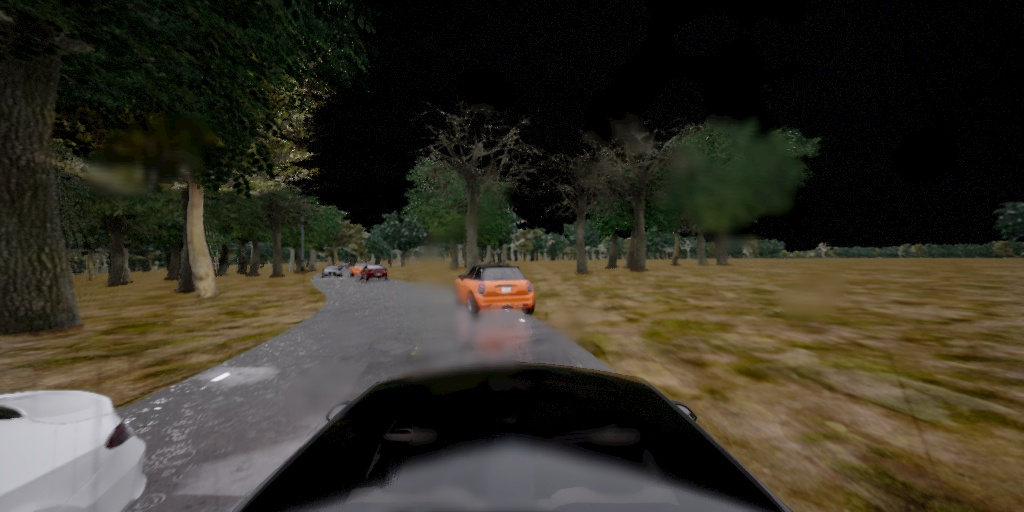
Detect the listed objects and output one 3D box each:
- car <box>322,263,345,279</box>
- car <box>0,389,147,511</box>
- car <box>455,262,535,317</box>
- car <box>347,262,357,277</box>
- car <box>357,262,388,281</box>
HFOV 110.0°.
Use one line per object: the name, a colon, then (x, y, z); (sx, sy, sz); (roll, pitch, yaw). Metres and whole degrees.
car: (-20.119, 1.751, 40.062); (1.994, 1.385, 4.181); (-1, -1, -28)
car: (-3.241, 1.312, 0.370); (1.812, 1.442, 4.674); (0, 0, -1)
car: (-0.798, 1.074, 13.271); (2.097, 1.767, 4.553); (-1, 0, -17)
car: (-18.789, 1.557, 44.303); (2.097, 1.767, 4.553); (-1, -1, -27)
car: (-13.350, 1.523, 34.602); (1.882, 1.535, 5.008); (-1, -1, -31)
